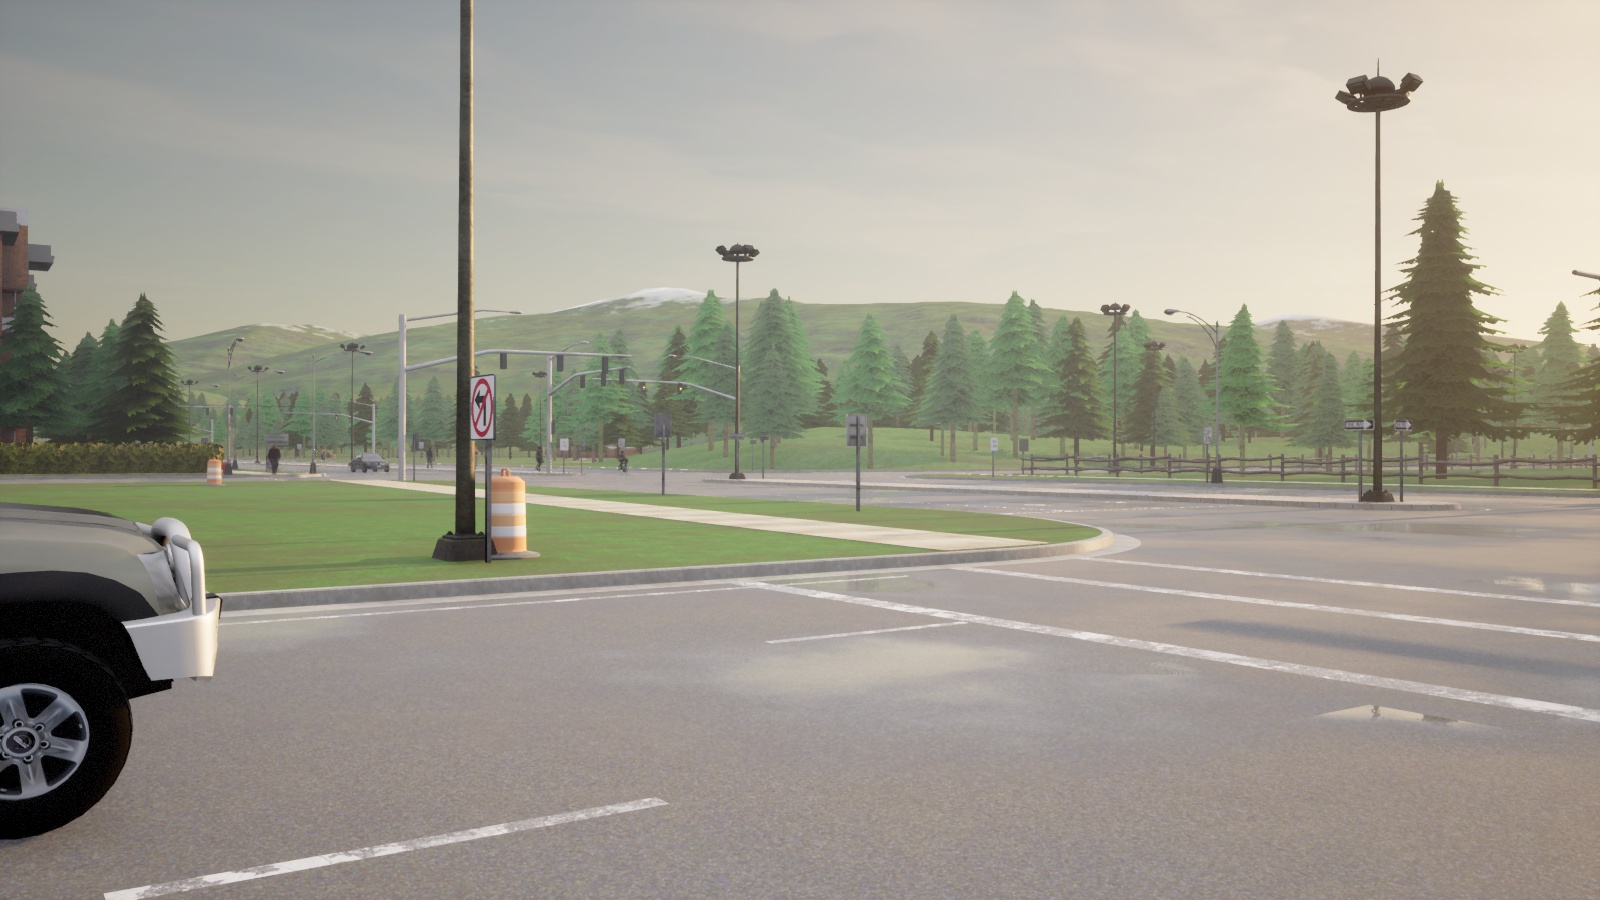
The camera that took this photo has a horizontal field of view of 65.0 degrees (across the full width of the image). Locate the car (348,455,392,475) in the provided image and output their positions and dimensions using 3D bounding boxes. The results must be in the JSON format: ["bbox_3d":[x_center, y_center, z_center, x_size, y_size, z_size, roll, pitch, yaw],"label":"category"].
[{"bbox_3d":[-31.644,1.063,92.293,1.812,1.442,4.674,0,0,-35],"label":"car"}]

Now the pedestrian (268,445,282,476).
[{"bbox_3d":[-30.870,0.622,73.785,0.634,1.844,0.899,0,0,-31],"label":"pedestrian"}]

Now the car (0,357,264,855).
[{"bbox_3d":[-4.662,0.583,4.678,4.605,1.855,1.932,0,0,-35],"label":"car"}]
